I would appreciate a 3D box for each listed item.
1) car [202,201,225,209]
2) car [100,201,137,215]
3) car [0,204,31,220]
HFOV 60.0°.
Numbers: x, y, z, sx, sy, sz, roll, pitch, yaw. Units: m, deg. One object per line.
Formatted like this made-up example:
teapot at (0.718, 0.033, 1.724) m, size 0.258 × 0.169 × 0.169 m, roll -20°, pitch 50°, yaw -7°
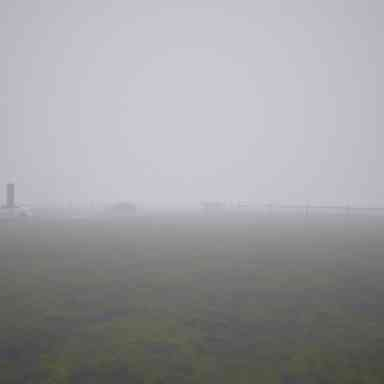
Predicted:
car at (3.720, 2.245, 56.843) m, size 1.895 × 1.301 × 4.718 m, roll -1°, pitch -1°, yaw 35°
car at (-8.648, 1.876, 39.499) m, size 2.128 × 1.511 × 4.902 m, roll -1°, pitch -1°, yaw 35°
car at (-16.323, 1.745, 28.632) m, size 1.812 × 1.442 × 4.674 m, roll -1°, pitch -1°, yaw 35°
